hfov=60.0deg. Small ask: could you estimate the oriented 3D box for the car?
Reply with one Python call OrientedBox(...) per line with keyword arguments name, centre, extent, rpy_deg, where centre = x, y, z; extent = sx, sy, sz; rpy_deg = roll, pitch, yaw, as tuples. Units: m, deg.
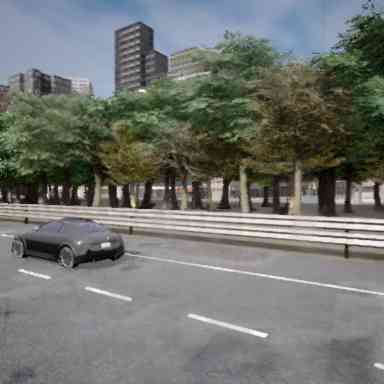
OrientedBox(name="car", centre=(-4.222, 1.568, 11.198), extent=(4.181, 1.385, 1.994), rpy_deg=(0, 0, 36))
